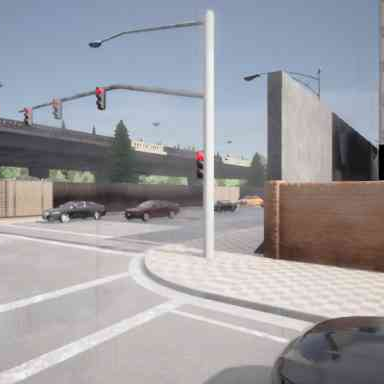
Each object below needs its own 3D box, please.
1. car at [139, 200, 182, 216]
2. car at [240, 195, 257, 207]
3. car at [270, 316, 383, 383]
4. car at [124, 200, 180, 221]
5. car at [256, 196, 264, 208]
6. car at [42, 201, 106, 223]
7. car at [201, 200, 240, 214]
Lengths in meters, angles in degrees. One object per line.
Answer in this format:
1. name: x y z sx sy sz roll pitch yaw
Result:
1. car: -3.042 1.505 32.856 1.994 1.385 4.181 0 0 36
2. car: 8.587 1.292 49.011 2.097 1.767 4.553 0 0 36
3. car: 2.877 1.505 1.914 4.892 1.490 1.837 0 0 36
4. car: -3.198 1.419 26.630 1.882 1.535 5.008 0 0 36
5. car: 11.289 1.448 46.775 1.837 1.490 4.892 0 0 36
6. car: -8.710 1.433 24.946 2.128 1.511 4.902 0 0 36
7. car: 2.902 1.543 35.140 1.895 1.301 4.718 0 0 36
